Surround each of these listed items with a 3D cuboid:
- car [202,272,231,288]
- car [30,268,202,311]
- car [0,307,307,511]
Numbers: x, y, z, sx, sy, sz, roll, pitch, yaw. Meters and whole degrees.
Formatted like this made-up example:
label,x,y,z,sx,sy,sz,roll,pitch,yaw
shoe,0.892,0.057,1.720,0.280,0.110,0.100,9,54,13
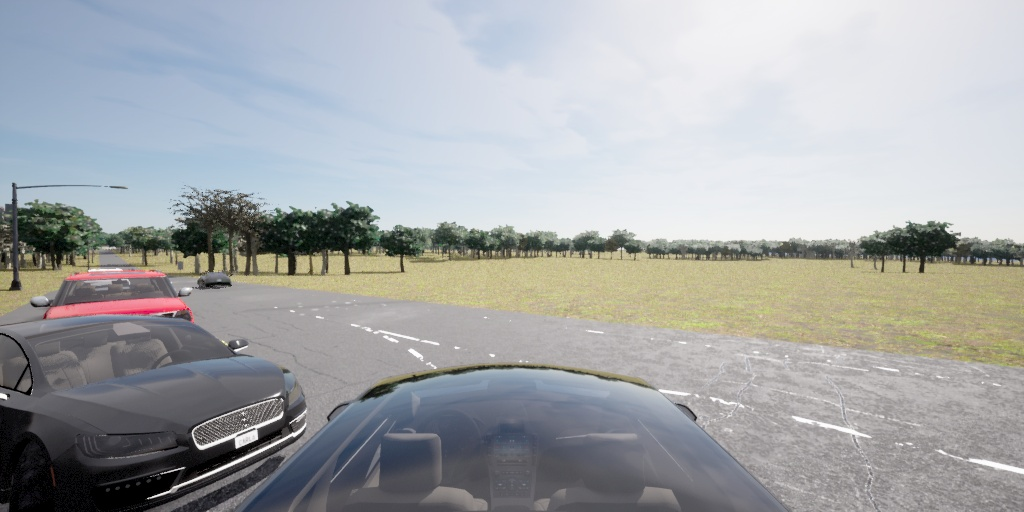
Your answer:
label,x,y,z,sx,sy,sz,roll,pitch,yaw
car,-28.721,2.275,34.590,4.181,1.385,1.994,-2,0,41
car,-9.463,1.386,8.636,5.566,2.045,2.150,-2,0,41
car,-4.557,1.445,3.985,4.892,1.490,1.837,-3,-3,21
